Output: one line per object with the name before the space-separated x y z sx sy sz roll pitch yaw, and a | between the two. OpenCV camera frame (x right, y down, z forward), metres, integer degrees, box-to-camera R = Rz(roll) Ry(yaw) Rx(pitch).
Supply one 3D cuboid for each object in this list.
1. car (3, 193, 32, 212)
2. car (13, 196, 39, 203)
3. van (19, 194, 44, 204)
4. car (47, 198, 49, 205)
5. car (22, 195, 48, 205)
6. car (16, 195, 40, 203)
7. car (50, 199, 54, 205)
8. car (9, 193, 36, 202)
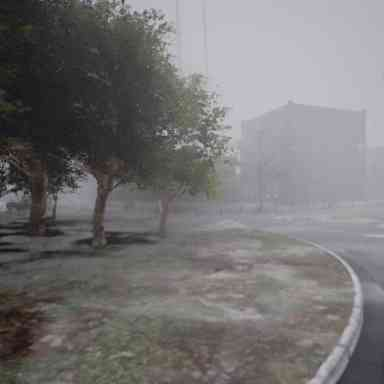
car | -21.661 1.475 42.389 2.150 2.045 5.566 1 0 -45
car | -38.186 1.657 76.514 5.008 1.535 2.097 1 0 -35
van | -33.524 1.500 69.595 4.442 1.987 1.878 1 0 -35
car | -22.750 1.826 47.800 2.033 1.411 5.357 1 0 -42
car | -31.748 1.617 67.289 4.553 1.767 2.185 1 0 -35
car | -36.500 1.558 74.147 4.553 1.767 2.185 1 0 -35
car | -28.704 1.789 62.787 4.792 1.488 2.163 1 0 -35
car | -41.247 1.357 80.998 5.566 2.045 2.435 1 0 -35
